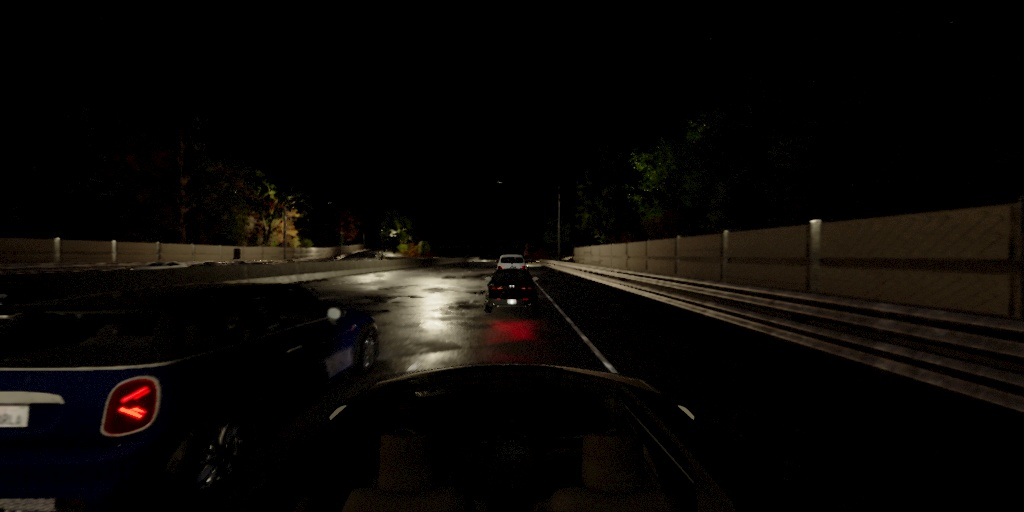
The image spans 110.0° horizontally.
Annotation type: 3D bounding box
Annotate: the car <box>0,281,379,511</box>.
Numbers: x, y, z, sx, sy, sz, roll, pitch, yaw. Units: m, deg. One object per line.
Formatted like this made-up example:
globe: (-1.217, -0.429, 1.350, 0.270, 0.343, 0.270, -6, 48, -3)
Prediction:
car: (-3.405, 1.095, 4.541, 2.097, 1.767, 4.553, 0, 0, 0)

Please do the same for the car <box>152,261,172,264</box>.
car: (-31.547, 1.222, 32.404, 1.812, 1.442, 4.674, 0, 0, 1)

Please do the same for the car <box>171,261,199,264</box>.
car: (-28.048, 1.258, 32.871, 1.994, 1.385, 4.181, 0, 0, 1)

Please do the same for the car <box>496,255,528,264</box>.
car: (-0.007, 0.920, 26.723, 2.150, 2.045, 5.566, 0, 0, 0)

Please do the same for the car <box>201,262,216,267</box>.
car: (-24.561, 1.186, 32.279, 2.128, 1.511, 4.902, 0, 0, 1)

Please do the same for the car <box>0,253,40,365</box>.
car: (-10.404, 0.966, 4.294, 2.150, 2.045, 5.566, 0, 0, 0)

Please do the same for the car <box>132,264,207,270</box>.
car: (-6.903, 1.095, 4.543, 2.097, 1.767, 4.553, 0, 0, 0)

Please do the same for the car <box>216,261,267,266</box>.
car: (-21.042, 1.261, 29.066, 1.994, 1.385, 4.181, 0, 0, 1)

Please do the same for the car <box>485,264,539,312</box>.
car: (-0.005, 1.226, 14.032, 1.837, 1.490, 4.892, 0, 0, 0)
